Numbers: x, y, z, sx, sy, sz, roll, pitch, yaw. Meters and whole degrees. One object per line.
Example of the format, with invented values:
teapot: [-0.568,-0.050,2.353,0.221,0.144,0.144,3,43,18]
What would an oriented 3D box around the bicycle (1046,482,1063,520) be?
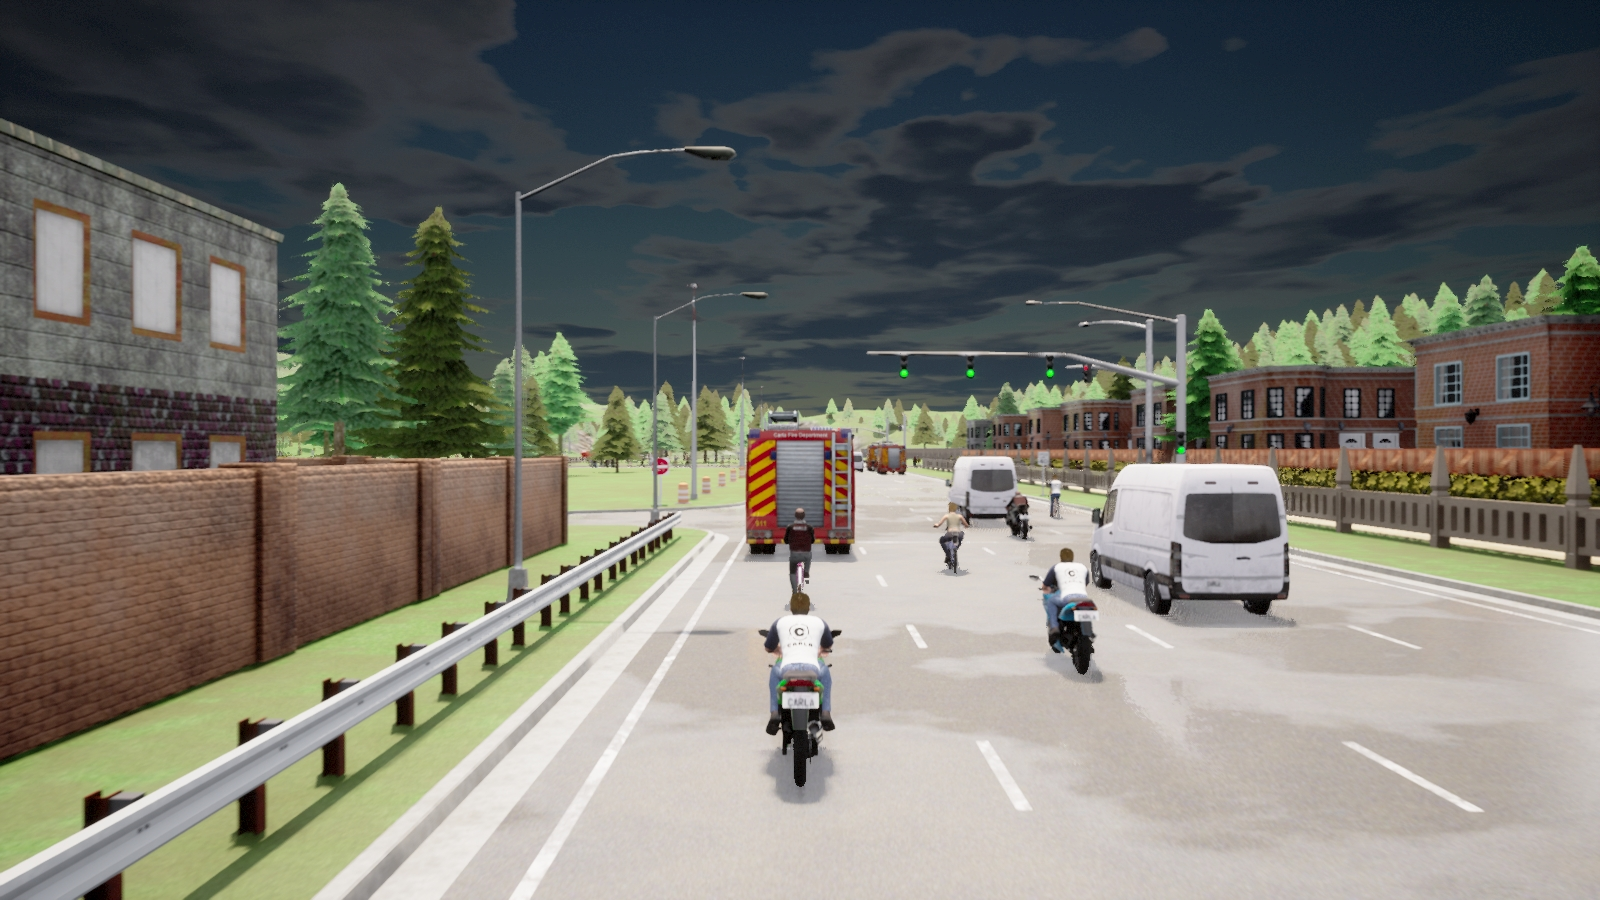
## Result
bicycle: [10.434,2.059,46.846,0.373,1.496,1.643,0,0,1]

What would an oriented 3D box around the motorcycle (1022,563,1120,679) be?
motorcycle: [3.501,2.188,14.952,0.803,1.199,2.033,0,1,0]

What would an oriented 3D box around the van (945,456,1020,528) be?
van: [6.998,1.538,44.457,1.988,2.561,5.915,0,0,0]

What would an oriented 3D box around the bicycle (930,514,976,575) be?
bicycle: [3.501,2.160,26.316,0.859,1.277,1.487,0,0,0]

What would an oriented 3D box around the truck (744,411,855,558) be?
truck: [-0.003,0.893,34.026,2.891,3.827,8.468,0,0,0]

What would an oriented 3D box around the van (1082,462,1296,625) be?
van: [6.997,1.536,21.377,1.988,2.561,5.915,0,0,0]

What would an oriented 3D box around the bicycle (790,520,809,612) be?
bicycle: [-0.006,2.062,20.667,0.329,1.471,1.835,0,0,0]

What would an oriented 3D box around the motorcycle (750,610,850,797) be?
motorcycle: [0.000,2.188,10.239,0.803,1.199,2.033,0,1,0]

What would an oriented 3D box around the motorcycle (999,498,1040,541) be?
motorcycle: [7.001,2.208,36.534,0.867,1.251,2.209,0,0,0]
